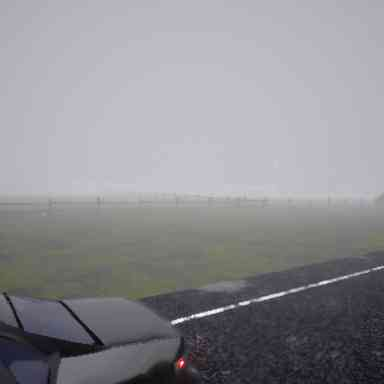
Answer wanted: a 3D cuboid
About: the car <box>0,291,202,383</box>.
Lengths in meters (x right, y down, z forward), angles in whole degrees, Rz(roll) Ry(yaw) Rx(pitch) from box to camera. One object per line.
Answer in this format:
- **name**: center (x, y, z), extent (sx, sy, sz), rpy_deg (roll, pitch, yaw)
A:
- **car**: center (-2.492, 1.544, 2.196), extent (5.357, 1.411, 2.033), rpy_deg (0, 0, -35)
